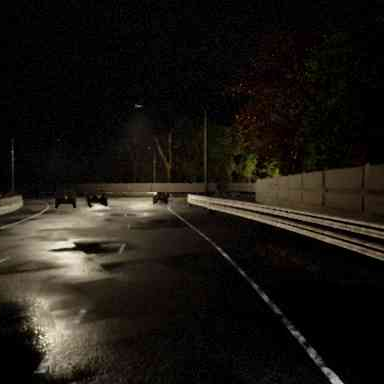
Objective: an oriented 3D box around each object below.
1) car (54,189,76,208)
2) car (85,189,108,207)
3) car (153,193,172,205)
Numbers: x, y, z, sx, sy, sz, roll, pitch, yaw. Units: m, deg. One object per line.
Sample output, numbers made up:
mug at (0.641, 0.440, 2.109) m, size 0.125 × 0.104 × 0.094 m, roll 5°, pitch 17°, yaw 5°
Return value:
car at (-14.789, 0.719, 38.834) m, size 2.150 × 2.045 × 5.566 m, roll 0°, pitch 1°, yaw -22°
car at (-11.627, 0.686, 40.344) m, size 2.150 × 2.045 × 5.566 m, roll 0°, pitch 1°, yaw -23°
car at (-3.837, 0.887, 44.053) m, size 1.837 × 1.490 × 4.892 m, roll -2°, pitch 1°, yaw 7°
